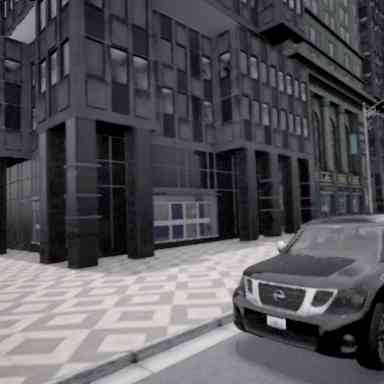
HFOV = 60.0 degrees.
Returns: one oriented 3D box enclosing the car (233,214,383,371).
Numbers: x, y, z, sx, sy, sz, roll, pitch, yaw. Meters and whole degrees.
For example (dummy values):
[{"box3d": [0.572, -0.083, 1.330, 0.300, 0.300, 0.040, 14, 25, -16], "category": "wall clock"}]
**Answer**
[{"box3d": [3.197, 1.509, 6.560, 5.566, 2.045, 2.150, 1, -5, -43], "category": "car"}]
